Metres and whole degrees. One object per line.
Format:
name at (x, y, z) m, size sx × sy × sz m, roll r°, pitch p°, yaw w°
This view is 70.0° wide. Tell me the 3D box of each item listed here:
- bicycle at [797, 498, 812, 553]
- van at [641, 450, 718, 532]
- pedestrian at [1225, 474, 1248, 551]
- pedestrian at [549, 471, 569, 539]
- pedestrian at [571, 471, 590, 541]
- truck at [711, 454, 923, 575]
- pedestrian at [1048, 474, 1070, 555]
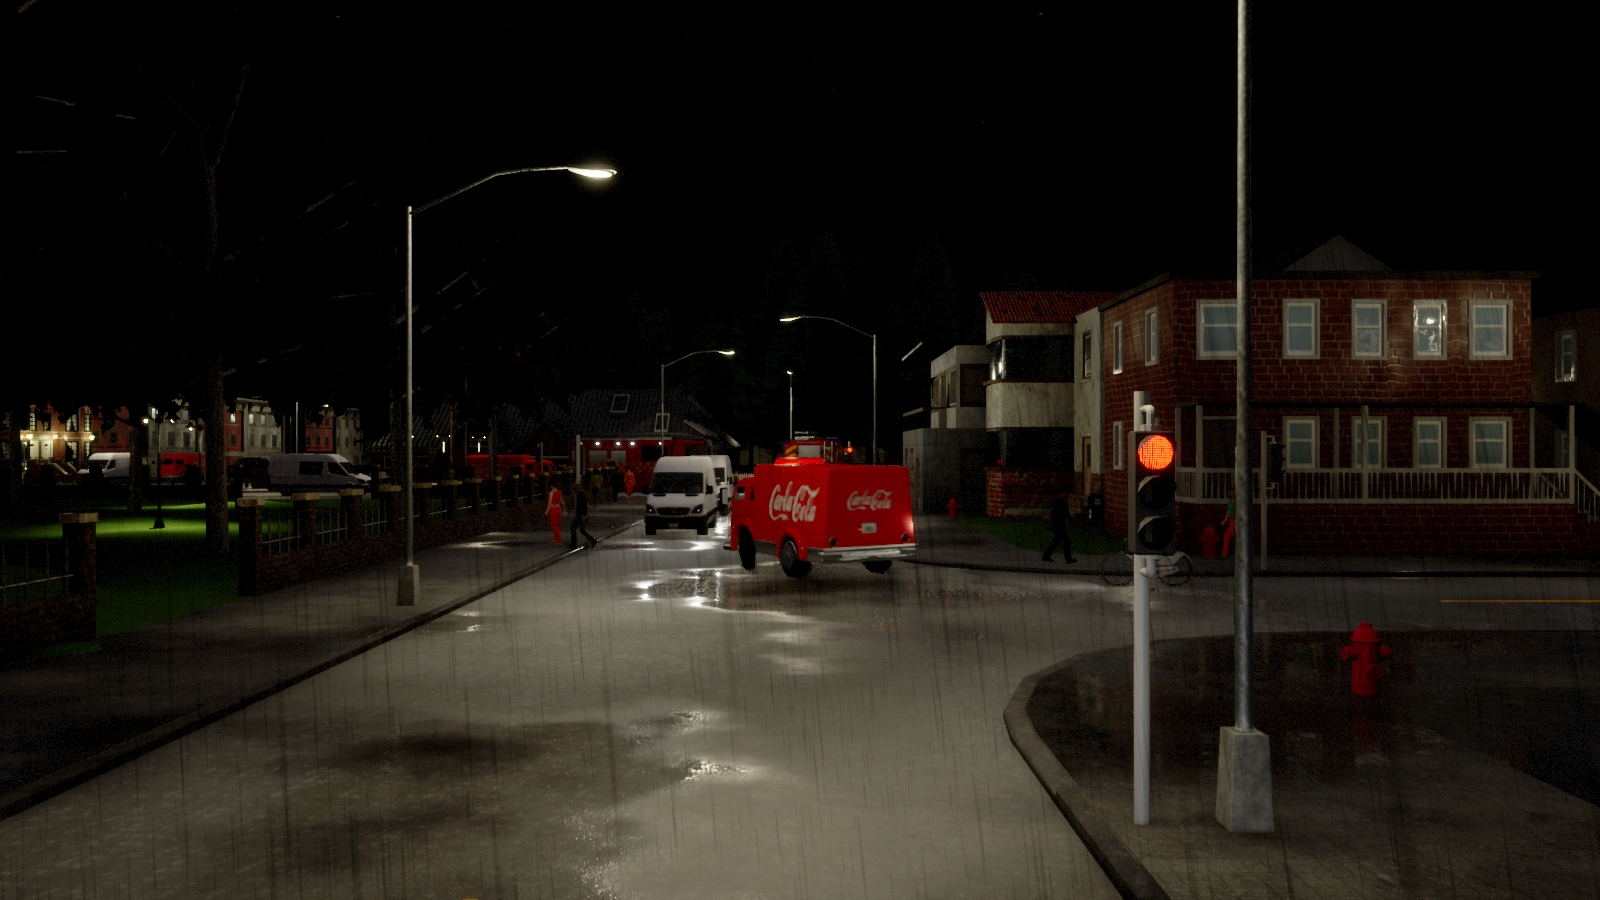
bicycle at (0.107, 1.927, 29.515) m, size 0.329 × 1.271 × 1.835 m, roll 0°, pitch 0°, yaw -1°
van at (-4.012, 1.298, 39.011) m, size 1.988 × 2.561 × 5.915 m, roll 0°, pitch 0°, yaw 0°
pedestrian at (10.560, 1.504, 27.645) m, size 0.375 × 1.860 × 0.375 m, roll 0°, pitch 0°, yaw -11°
pedestrian at (-6.652, 1.511, 31.549) m, size 0.375 × 1.860 × 0.375 m, roll 0°, pitch 0°, yaw 34°
pedestrian at (-5.974, 1.518, 31.100) m, size 0.375 × 1.860 × 0.375 m, roll 0°, pitch 0°, yaw 12°
truck at (0.242, 1.335, 26.496) m, size 2.627 × 2.467 × 5.204 m, roll 0°, pitch 0°, yaw -30°
pedestrian at (6.063, 1.505, 26.730) m, size 0.375 × 1.860 × 0.375 m, roll 0°, pitch 0°, yaw 41°
